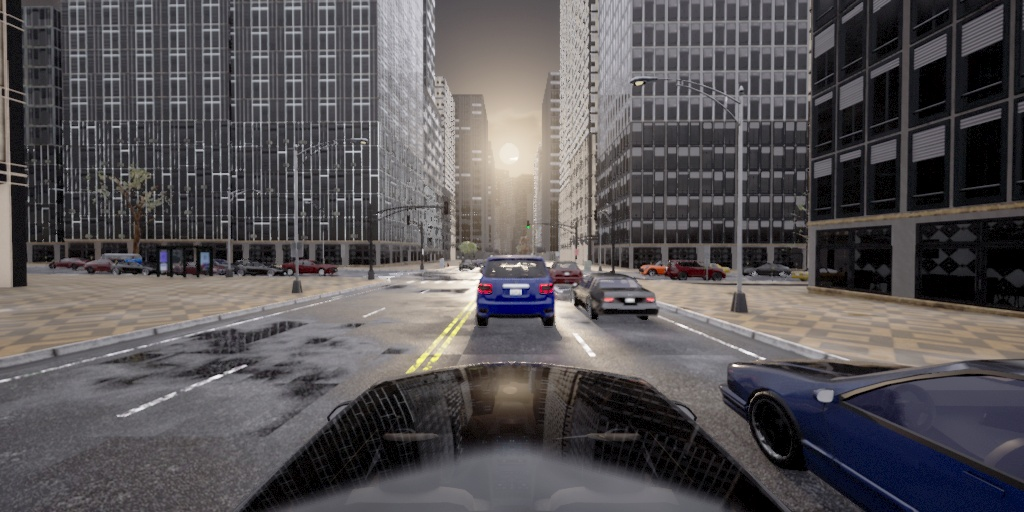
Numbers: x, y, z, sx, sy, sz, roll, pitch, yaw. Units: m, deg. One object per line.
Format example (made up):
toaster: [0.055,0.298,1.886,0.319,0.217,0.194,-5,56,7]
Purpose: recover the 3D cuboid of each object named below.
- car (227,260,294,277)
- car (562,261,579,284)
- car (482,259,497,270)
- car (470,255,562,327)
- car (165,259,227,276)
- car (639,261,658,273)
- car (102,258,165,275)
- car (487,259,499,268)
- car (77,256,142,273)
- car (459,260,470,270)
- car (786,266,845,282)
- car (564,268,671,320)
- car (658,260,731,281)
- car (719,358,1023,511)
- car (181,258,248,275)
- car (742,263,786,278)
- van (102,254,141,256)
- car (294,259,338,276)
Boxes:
car: [-22.732,1.209,32.508,4.313,1.339,1.948,0,0,1]
car: [3.495,1.115,24.206,2.097,1.767,4.553,0,0,3]
car: [-3.336,1.252,53.277,1.882,1.535,5.008,0,0,0]
car: [0.097,0.981,11.655,2.150,2.045,5.566,0,0,0]
car: [-28.416,1.174,32.642,4.207,1.307,1.802,0,0,1]
car: [15.780,1.250,37.787,4.553,1.767,2.097,0,1,-1]
car: [-34.097,1.105,32.815,4.313,1.339,1.948,0,0,1]
car: [-3.319,1.251,62.890,1.882,1.535,5.008,0,0,0]
car: [-39.541,0.976,35.565,4.674,1.442,1.812,1,1,1]
car: [-6.602,1.279,52.386,1.837,1.490,4.892,0,0,-1]
car: [27.641,1.613,31.783,4.829,1.417,1.751,0,0,1]
car: [3.350,1.305,12.690,2.033,1.411,5.357,0,0,0]
car: [16.193,1.303,31.980,5.009,1.841,2.192,0,0,1]
car: [3.351,1.297,1.765,2.033,1.411,5.357,0,0,1]
car: [-29.269,1.035,35.351,4.902,1.511,2.128,1,1,1]
car: [26.312,1.495,37.582,4.892,1.490,1.837,1,1,1]
van: [-45.288,0.651,41.476,3.998,1.789,1.690,0,0,1]
car: [-19.767,1.107,35.157,5.008,1.535,1.882,1,1,0]
